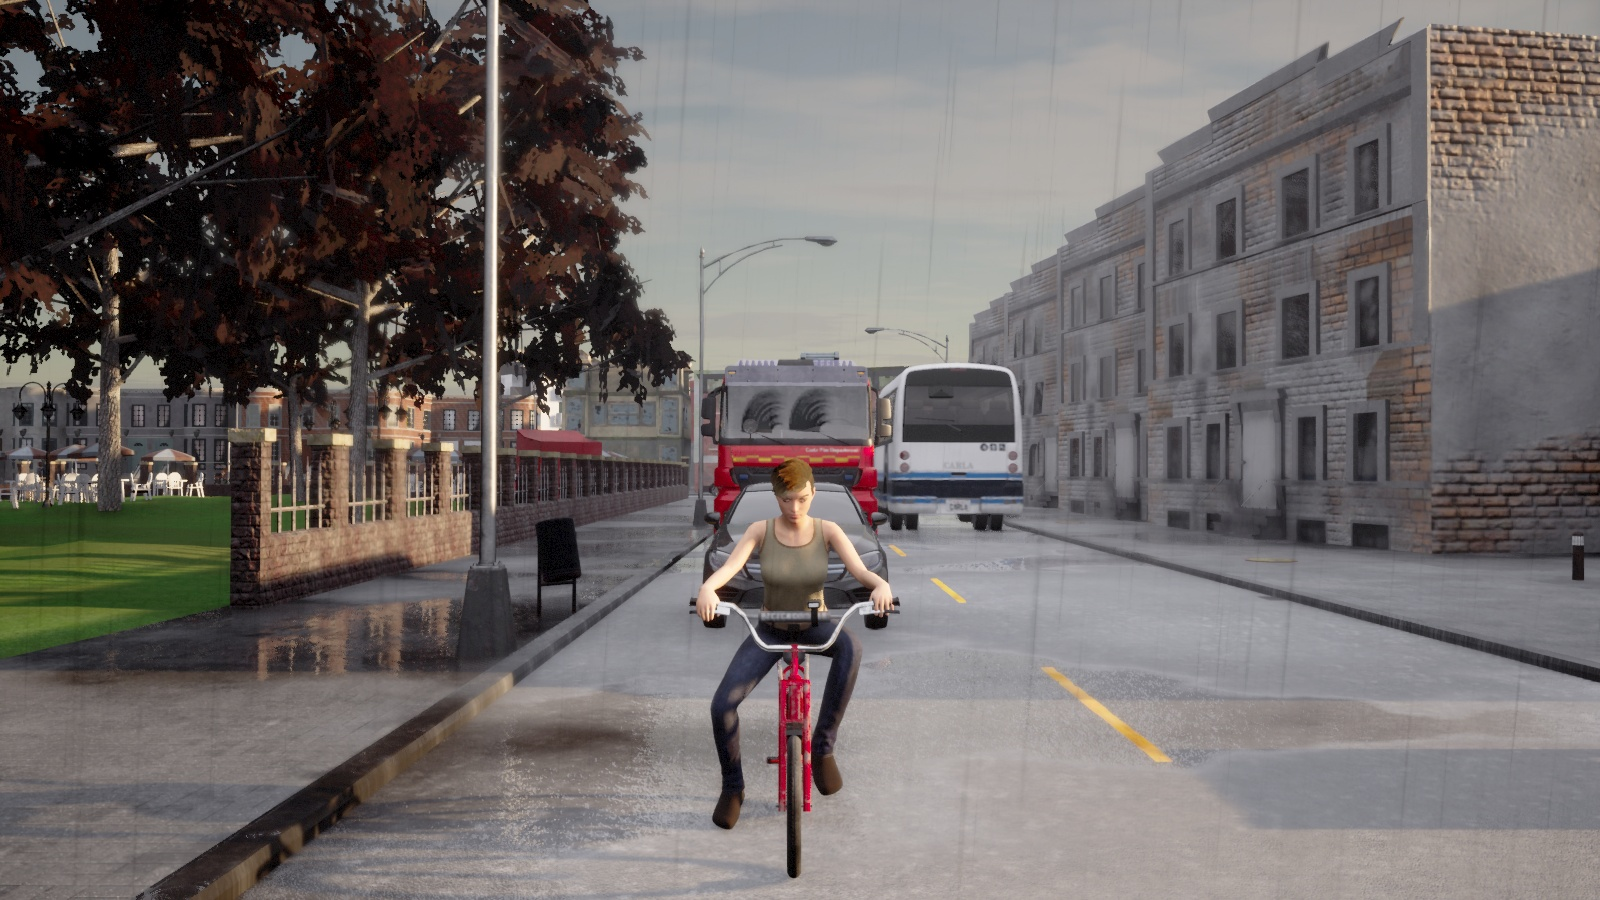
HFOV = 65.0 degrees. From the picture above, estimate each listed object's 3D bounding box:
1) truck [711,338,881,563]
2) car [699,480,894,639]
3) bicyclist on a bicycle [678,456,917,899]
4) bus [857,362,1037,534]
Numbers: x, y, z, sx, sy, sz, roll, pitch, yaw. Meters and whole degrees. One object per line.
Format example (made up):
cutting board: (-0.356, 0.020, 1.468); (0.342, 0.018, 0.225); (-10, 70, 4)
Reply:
truck: (-0.086, 0.079, 25.617); (2.891, 3.827, 8.468); (0, -1, 0)
car: (-0.041, 1.076, 14.025); (1.812, 1.442, 4.674); (0, -1, 0)
bicyclist on a bicycle: (-0.018, 0.841, 5.330); (0.866, 1.612, 1.509); (0, -1, -1)
bus: (3.868, 0.031, 36.297); (3.944, 4.253, 10.273); (0, -1, 0)
